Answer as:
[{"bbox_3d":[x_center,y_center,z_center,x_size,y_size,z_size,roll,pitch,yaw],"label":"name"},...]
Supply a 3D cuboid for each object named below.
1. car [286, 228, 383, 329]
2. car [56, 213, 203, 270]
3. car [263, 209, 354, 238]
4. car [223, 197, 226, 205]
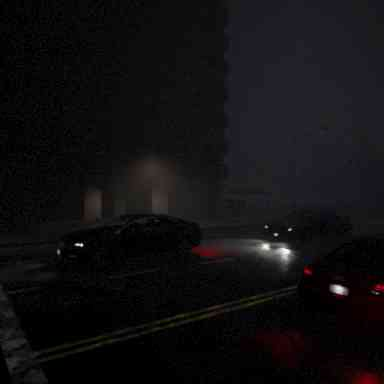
[{"bbox_3d":[4.048,1.578,6.635,4.181,1.385,1.994,0,0,-36],"label":"car"},{"bbox_3d":[-1.907,1.501,11.199,4.902,1.511,2.128,0,0,-35],"label":"car"},{"bbox_3d":[6.034,1.576,16.842,5.357,1.411,2.033,0,0,-35],"label":"car"},{"bbox_3d":[4.560,1.508,56.229,2.128,1.511,4.902,0,0,-44],"label":"car"}]
